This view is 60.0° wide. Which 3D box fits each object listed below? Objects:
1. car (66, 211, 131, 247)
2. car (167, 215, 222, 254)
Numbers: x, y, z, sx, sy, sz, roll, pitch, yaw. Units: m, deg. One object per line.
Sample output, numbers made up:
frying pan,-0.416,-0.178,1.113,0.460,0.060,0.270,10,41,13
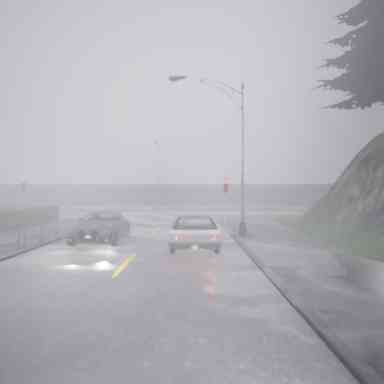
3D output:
car,-4.021,1.548,14.889,1.994,1.385,4.181,0,0,1
car,0.098,1.586,13.441,1.895,1.301,4.718,0,0,0
